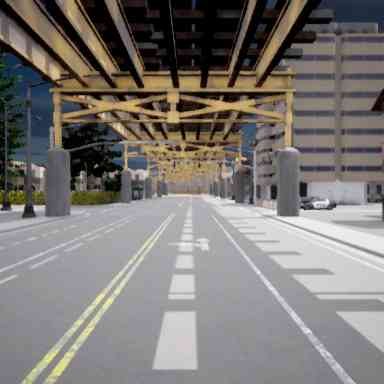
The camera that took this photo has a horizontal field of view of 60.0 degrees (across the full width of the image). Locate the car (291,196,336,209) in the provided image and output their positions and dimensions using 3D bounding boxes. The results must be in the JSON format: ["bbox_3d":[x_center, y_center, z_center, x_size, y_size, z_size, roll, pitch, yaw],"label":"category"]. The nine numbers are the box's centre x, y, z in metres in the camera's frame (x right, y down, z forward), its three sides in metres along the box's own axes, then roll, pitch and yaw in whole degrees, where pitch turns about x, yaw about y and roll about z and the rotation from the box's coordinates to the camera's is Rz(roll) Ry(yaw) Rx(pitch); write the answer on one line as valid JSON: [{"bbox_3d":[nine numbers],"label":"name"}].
[{"bbox_3d":[13.311,1.121,36.473,4.536,1.218,1.853,0,0,-20],"label":"car"}]

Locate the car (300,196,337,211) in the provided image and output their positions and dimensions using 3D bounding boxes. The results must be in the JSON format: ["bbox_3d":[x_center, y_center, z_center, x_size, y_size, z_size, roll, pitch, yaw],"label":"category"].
[{"bbox_3d":[13.262,1.278,36.455,4.974,1.542,2.038,0,0,-20],"label":"car"}]

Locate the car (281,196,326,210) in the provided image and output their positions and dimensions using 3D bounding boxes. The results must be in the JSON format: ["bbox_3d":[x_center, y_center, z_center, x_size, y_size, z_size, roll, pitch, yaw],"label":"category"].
[{"bbox_3d":[13.589,1.261,40.614,4.974,1.542,2.038,0,0,25],"label":"car"}]

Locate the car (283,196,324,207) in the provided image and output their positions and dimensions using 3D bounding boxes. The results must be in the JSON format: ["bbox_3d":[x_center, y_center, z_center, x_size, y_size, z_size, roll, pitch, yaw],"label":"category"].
[{"bbox_3d":[13.636,1.104,40.592,4.536,1.218,1.853,0,0,25],"label":"car"}]
